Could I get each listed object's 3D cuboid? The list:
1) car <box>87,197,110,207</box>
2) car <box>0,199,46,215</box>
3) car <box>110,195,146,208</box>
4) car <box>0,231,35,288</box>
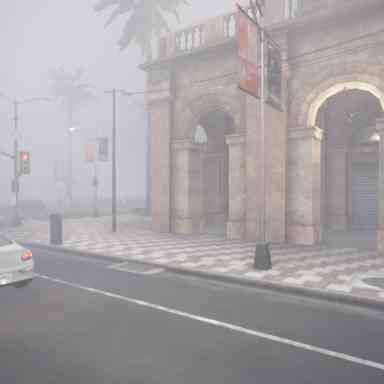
[{"bbox_3d":[-13.884,1.511,51.058,2.161,1.482,4.786,0,0,35],"label":"car"},{"bbox_3d":[-17.651,1.503,34.454,1.837,1.490,4.892,0,0,36],"label":"car"},{"bbox_3d":[-8.708,1.351,46.958,2.097,1.767,4.553,0,0,36],"label":"car"},{"bbox_3d":[-5.584,1.525,7.930,4.674,1.442,1.812,0,0,36],"label":"car"}]
